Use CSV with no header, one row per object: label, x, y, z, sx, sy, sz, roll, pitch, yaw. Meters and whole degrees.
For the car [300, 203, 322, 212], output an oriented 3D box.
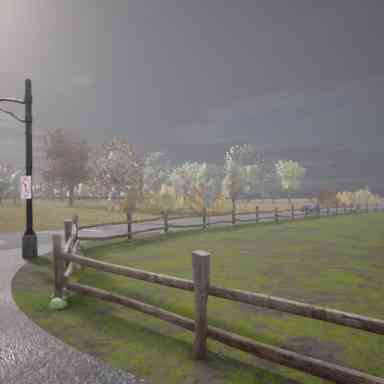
car,19.009,2.449,52.902,2.033,1.411,5.357,-1,-2,40
